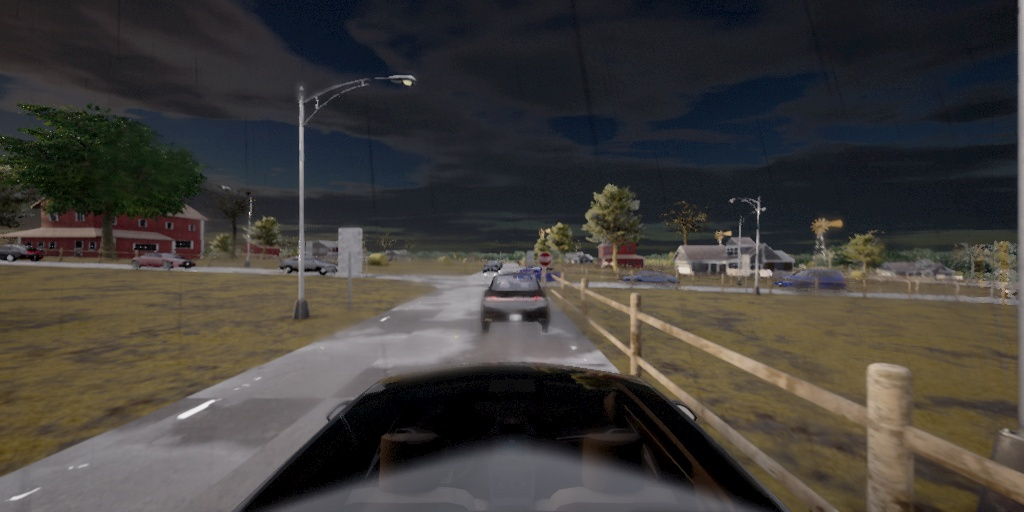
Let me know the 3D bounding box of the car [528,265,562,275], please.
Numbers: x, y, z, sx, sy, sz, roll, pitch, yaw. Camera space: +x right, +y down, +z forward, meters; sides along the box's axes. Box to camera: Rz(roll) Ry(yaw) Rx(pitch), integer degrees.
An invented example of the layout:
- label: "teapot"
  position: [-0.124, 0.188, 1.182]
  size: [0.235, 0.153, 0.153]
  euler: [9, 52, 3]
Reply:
- label: "car"
  position: [2.443, 1.458, 27.753]
  size: [1.882, 1.535, 5.008]
  euler: [-1, -3, 32]

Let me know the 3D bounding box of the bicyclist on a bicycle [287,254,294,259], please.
- label: "bicyclist on a bicycle"
  position: [-22.629, 0.603, 36.534]
  size: [0.582, 1.620, 1.656]
  euler: [2, -1, 0]

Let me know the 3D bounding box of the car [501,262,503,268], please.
- label: "car"
  position: [-2.850, 1.442, 57.628]
  size: [2.097, 1.767, 4.553]
  euler: [0, 0, 0]

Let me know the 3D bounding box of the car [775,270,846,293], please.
- label: "car"
  position: [27.871, 2.307, 33.565]
  size: [5.566, 2.045, 2.150]
  euler: [2, 0, 0]

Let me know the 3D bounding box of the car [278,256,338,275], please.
- label: "car"
  position: [-17.141, 0.796, 30.555]
  size: [4.902, 1.511, 2.128]
  euler: [2, 0, 0]

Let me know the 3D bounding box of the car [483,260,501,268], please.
- label: "car"
  position: [-2.857, 1.594, 48.358]
  size: [1.994, 1.385, 4.181]
  euler: [0, 0, -1]

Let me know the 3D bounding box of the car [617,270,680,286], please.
- label: "car"
  position: [12.737, 2.027, 33.507]
  size: [5.357, 1.411, 2.033]
  euler: [2, 0, -2]

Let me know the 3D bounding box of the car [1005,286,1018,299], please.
- label: "car"
  position: [49.092, 3.328, 33.496]
  size: [4.553, 1.767, 2.097]
  euler: [2, 0, 0]

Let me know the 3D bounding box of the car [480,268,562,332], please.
- label: "car"
  position: [0.091, 1.290, 11.118]
  size: [2.128, 1.511, 4.902]
  euler: [0, 0, 0]

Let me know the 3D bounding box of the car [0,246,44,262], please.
- label: "car"
  position: [-46.850, -0.247, 33.412]
  size: [4.892, 1.490, 1.837]
  euler: [2, 0, 0]

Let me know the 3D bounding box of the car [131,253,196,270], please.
- label: "car"
  position: [-29.608, 0.407, 30.542]
  size: [4.181, 1.385, 1.994]
  euler: [2, 0, 0]
